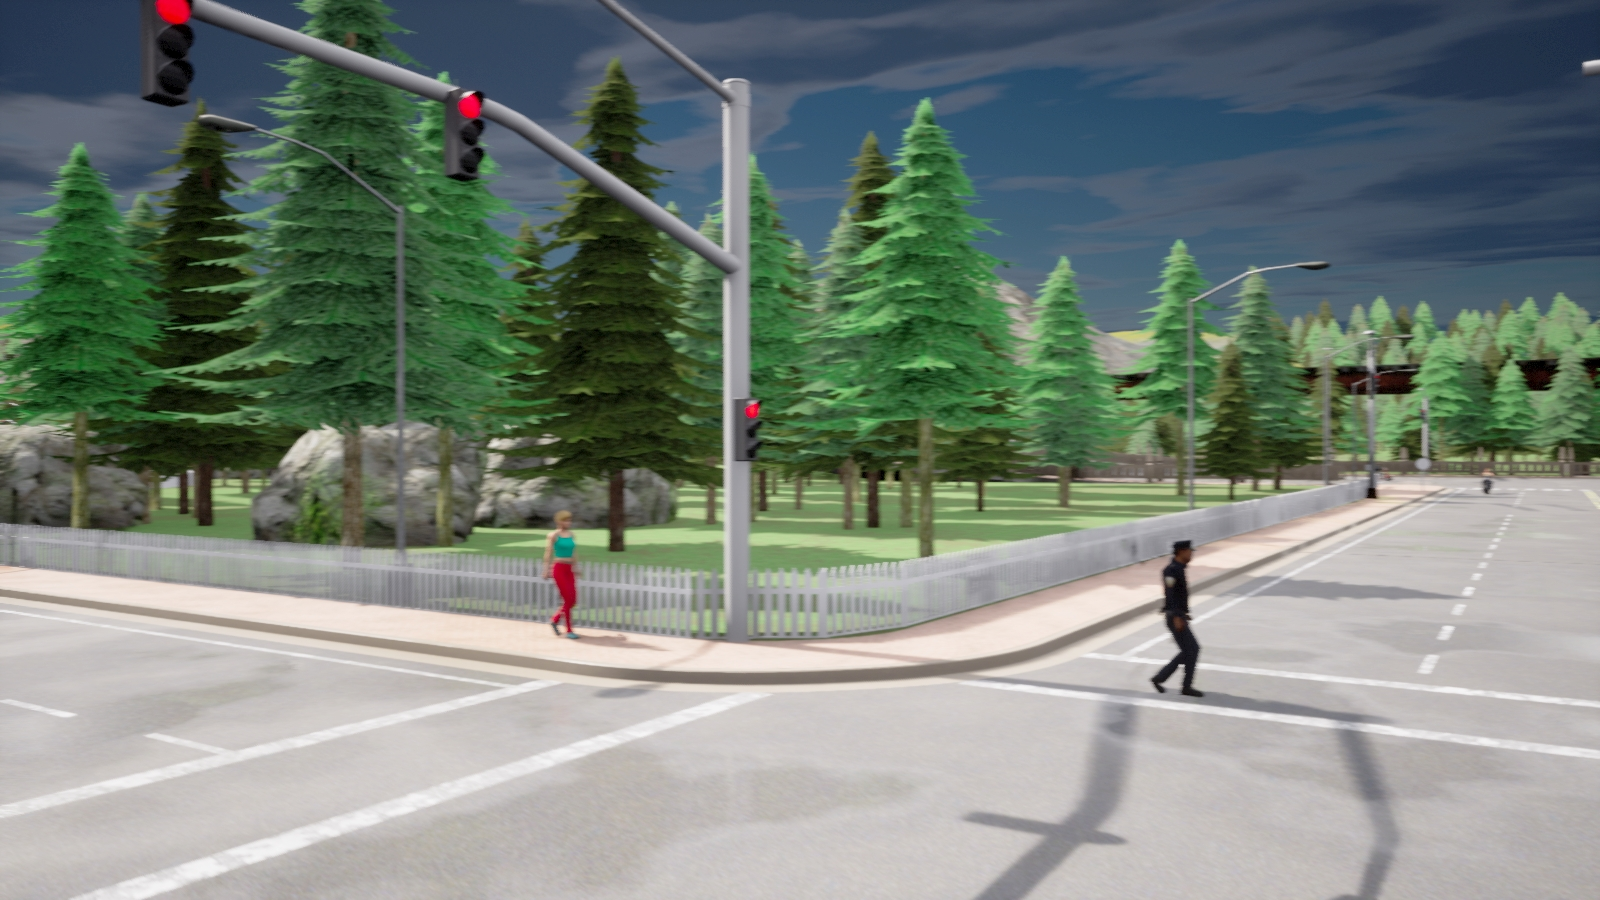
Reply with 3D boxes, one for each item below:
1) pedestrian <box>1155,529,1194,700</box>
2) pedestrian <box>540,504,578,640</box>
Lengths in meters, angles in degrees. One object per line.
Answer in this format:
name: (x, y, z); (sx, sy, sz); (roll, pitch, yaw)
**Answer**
pedestrian: (4.229, 1.837, 12.901); (0.375, 1.860, 0.375); (0, 0, 25)
pedestrian: (-3.398, 1.701, 16.108); (0.375, 1.860, 0.375); (0, 0, 37)
